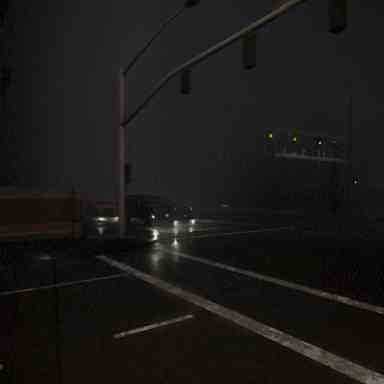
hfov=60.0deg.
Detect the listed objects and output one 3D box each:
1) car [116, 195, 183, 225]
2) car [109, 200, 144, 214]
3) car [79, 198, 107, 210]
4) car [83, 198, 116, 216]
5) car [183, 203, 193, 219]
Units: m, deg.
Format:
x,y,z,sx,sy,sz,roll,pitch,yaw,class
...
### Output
x,y,z,sx,sy,sz,roll,pitch,yaw,class
-3.282,1.222,24.587,2.150,2.045,5.566,0,0,-36,car
-7.111,1.601,35.918,1.895,1.301,4.718,0,0,-36,car
-13.315,1.547,44.569,2.033,1.411,5.357,0,0,-36,car
-9.045,1.478,32.612,1.882,1.535,5.008,0,0,-36,car
-1.867,1.352,28.620,2.097,1.767,4.553,0,0,-36,car
